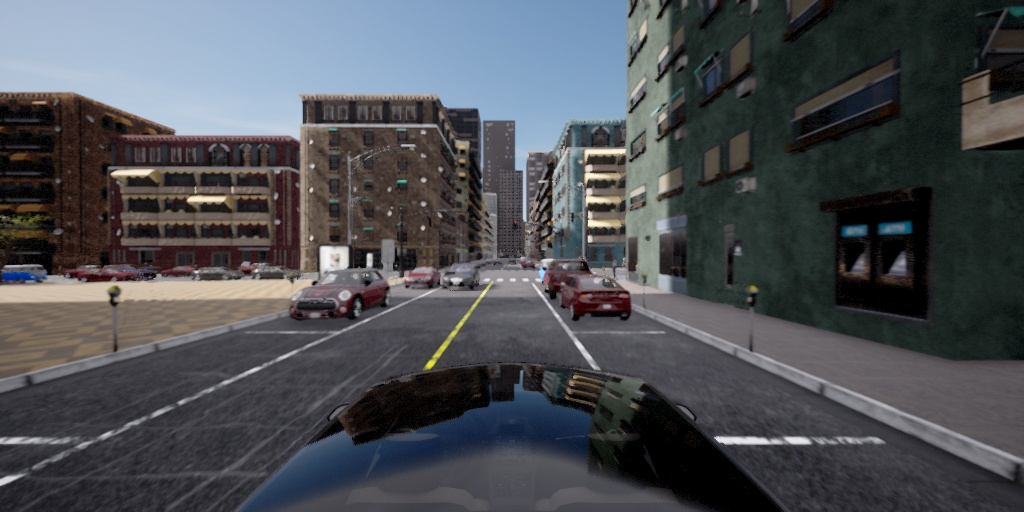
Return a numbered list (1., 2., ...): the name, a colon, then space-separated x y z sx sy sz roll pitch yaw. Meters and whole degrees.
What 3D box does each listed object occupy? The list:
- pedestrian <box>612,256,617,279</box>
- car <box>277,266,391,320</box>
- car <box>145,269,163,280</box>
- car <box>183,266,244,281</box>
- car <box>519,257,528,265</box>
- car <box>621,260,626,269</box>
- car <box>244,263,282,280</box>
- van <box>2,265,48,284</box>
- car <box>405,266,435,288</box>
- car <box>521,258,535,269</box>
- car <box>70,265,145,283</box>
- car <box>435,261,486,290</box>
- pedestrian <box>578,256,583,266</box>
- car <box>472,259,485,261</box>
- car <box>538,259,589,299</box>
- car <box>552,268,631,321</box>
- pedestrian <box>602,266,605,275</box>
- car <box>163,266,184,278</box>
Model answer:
1. pedestrian: 8.137 0.905 28.571 0.375 1.860 0.375 0 0 0
2. car: -5.692 1.184 12.360 1.967 1.591 4.097 0 0 0
3. car: -39.406 1.652 36.801 4.553 1.767 2.097 -1 0 0
4. car: -27.961 1.706 34.147 4.403 1.370 2.007 0 0 0
5. car: 2.693 1.302 61.332 1.948 1.339 4.313 0 0 0
6. car: 15.775 0.767 42.967 5.009 1.841 2.192 0 0 0
7. car: -22.391 1.625 34.186 4.403 1.370 2.007 0 0 0
8. van: -46.850 1.771 34.114 3.998 1.789 1.690 0 0 0
9. car: -5.691 1.322 23.416 1.802 1.307 4.207 0 0 0
10. car: 2.693 1.317 55.809 1.802 1.307 4.207 0 0 0
11. car: -38.390 1.852 34.118 4.507 1.381 1.888 0 0 0
12. car: -3.053 1.234 22.272 2.128 1.511 4.902 0 0 0
13. pedestrian: 5.569 0.885 29.172 0.375 1.860 0.375 0 0 0
14. car: -5.688 1.301 55.821 1.948 1.339 4.313 0 0 0
15. car: 2.690 1.057 17.887 2.192 1.841 5.009 0 0 0
16. car: 2.690 1.290 12.359 1.888 1.381 4.507 0 0 0
17. pedestrian: 7.137 1.269 27.974 0.500 1.100 0.500 0 0 0
18. car: -39.161 1.831 42.656 4.207 1.307 1.802 0 0 0
